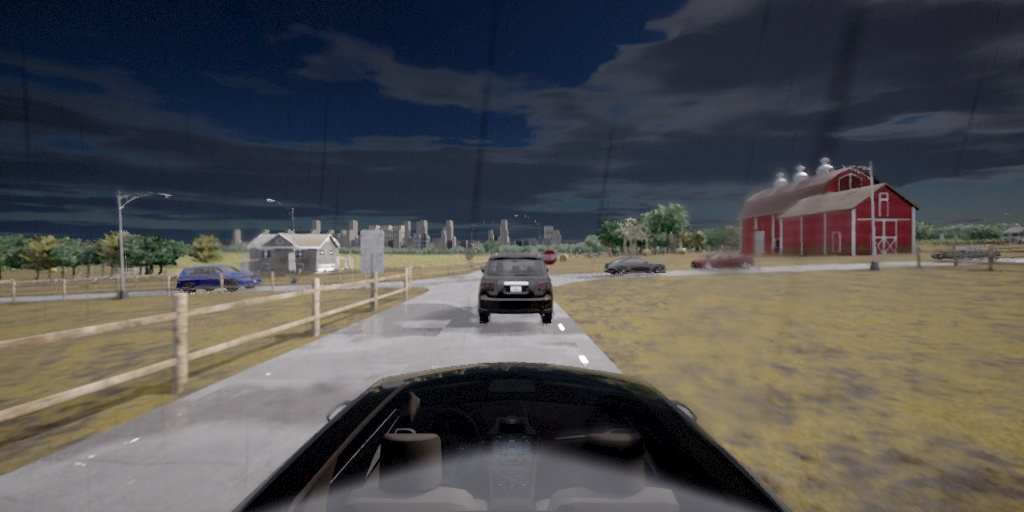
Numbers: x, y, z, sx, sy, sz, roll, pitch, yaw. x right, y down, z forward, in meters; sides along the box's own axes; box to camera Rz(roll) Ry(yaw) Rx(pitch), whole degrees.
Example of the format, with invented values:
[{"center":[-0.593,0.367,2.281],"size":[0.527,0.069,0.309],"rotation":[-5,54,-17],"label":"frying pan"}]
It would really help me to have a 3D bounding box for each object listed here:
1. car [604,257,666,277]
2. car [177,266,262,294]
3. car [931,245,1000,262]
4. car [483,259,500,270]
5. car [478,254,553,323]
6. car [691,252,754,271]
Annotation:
[{"center":[9.639,0.814,28.192],"size":[4.674,1.442,1.812],"rotation":[-2,0,-3],"label":"car"},{"center":[-22.886,1.779,28.115],"size":[5.566,2.045,2.150],"rotation":[-2,0,0],"label":"car"},{"center":[39.264,-0.236,31.119],"size":[4.181,1.385,1.994],"rotation":[-2,0,0],"label":"car"},{"center":[-2.832,1.195,50.948],"size":[2.128,1.511,4.902],"rotation":[0,0,0],"label":"car"},{"center":[0.103,0.960,12.176],"size":[2.150,2.045,5.566],"rotation":[0,0,0],"label":"car"},{"center":[18.185,0.442,31.116],"size":[5.008,1.535,1.882],"rotation":[-2,0,0],"label":"car"}]
